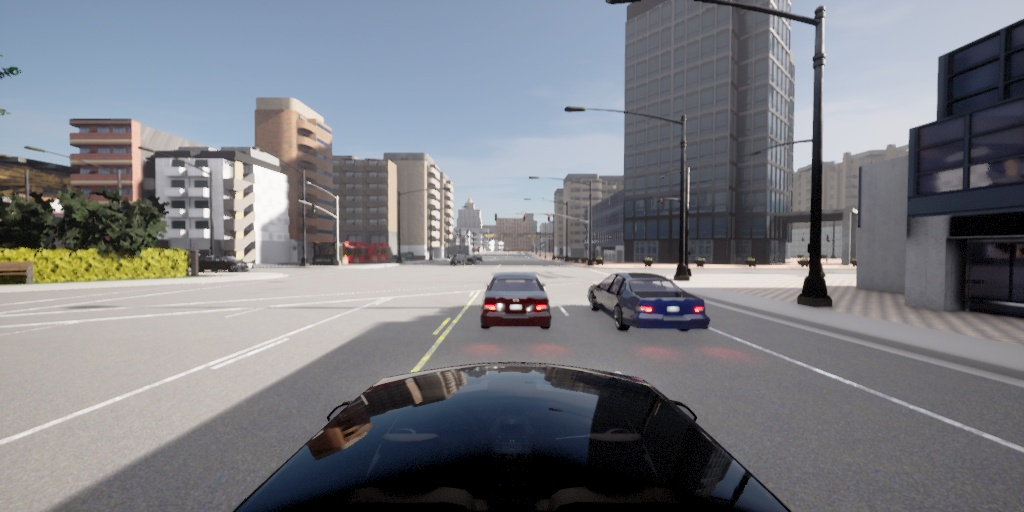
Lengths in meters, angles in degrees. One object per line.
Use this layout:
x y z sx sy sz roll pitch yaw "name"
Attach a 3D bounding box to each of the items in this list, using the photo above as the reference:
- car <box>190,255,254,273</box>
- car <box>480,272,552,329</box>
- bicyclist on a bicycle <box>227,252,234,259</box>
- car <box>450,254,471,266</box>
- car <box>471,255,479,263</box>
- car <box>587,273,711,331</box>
-25.446 0.692 31.537 4.902 1.511 2.128 0 1 0 "car"
0.091 1.182 10.727 2.033 1.411 5.357 0 1 0 "car"
-30.800 0.338 39.047 0.582 1.620 1.656 0 1 0 "bicyclist on a bicycle"
-7.101 0.521 48.058 1.837 1.490 4.892 0 1 0 "car"
-7.092 0.524 59.024 1.895 1.301 4.718 0 0 0 "car"
3.608 1.196 10.543 2.033 1.411 5.357 0 1 0 "car"
